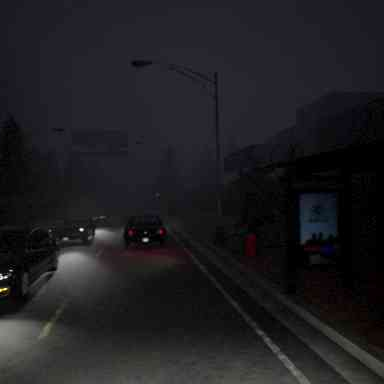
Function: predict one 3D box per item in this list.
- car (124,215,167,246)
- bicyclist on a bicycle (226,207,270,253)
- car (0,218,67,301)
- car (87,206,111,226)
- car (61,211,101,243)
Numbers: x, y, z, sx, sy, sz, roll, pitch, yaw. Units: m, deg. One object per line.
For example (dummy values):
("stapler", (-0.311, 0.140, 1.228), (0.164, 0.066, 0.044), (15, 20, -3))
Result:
("car", (-2.393, 1.826, 16.707), (1.895, 1.301, 4.718), (-1, -1, -9))
("bicyclist on a bicycle", (2.002, 1.364, 11.947), (1.656, 1.620, 0.582), (0, -1, -9))
("car", (-4.885, 1.719, 8.826), (1.837, 1.490, 4.892), (-1, -1, -9))
("car", (-7.888, 1.967, 27.707), (2.128, 1.511, 4.902), (-1, -1, -9))
("car", (-6.349, 1.942, 17.968), (1.895, 1.301, 4.718), (-1, -1, -9))
